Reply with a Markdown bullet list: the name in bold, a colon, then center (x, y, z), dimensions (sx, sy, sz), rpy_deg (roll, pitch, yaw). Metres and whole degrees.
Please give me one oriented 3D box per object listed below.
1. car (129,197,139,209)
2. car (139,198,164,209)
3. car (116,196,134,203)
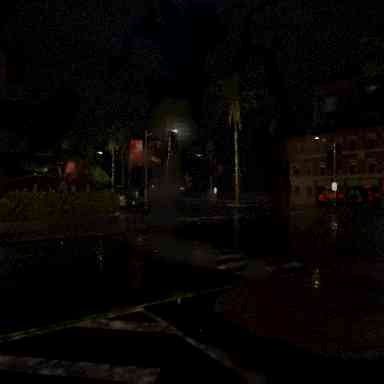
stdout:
- **car**: center (-9.319, 1.344, 44.035), dimensions (2.097, 1.767, 4.553), rpy_deg (0, 0, -35)
- **car**: center (-5.888, 1.536, 45.248), dimensions (2.033, 1.411, 5.357), rpy_deg (0, 0, -35)
- **car**: center (-13.895, 1.507, 68.658), dimensions (1.812, 1.442, 4.674), rpy_deg (0, 0, -39)
